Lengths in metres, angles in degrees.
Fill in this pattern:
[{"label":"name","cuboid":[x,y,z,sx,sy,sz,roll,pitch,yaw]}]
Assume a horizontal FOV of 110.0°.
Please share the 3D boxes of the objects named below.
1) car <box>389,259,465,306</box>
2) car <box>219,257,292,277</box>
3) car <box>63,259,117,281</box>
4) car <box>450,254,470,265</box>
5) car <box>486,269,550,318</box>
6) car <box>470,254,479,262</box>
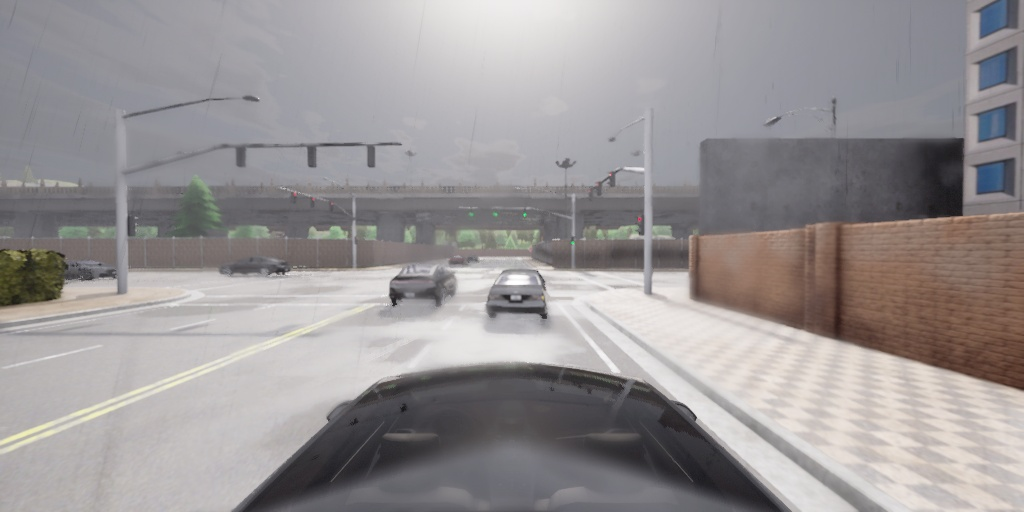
[{"label":"car","cuboid":[-3.405,1.045,14.424,2.128,1.511,4.902,0,1,0]},{"label":"car","cuboid":[-19.610,0.806,27.451,4.892,1.490,1.837,0,0,2]},{"label":"car","cuboid":[-28.396,0.922,23.809,4.181,1.385,1.994,0,1,0]},{"label":"car","cuboid":[-7.078,0.533,47.325,1.882,1.535,5.008,0,1,0]},{"label":"car","cuboid":[0.312,1.137,12.224,2.033,1.411,5.357,0,1,5]},{"label":"car","cuboid":[-7.024,0.376,63.271,1.994,1.385,4.181,0,1,1]}]
